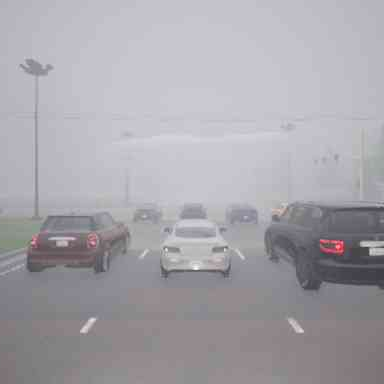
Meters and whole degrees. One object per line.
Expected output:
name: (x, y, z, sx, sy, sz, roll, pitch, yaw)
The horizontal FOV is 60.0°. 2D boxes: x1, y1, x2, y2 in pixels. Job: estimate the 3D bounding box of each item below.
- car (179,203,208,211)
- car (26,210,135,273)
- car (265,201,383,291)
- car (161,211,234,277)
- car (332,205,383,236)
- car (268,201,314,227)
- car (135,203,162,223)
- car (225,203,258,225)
car: (0.097, 1.554, 24.933, 1.837, 1.490, 4.892, 0, 0, 0)
car: (-3.405, 1.372, 10.855, 2.097, 1.767, 4.553, 0, 0, 0)
car: (3.593, 1.241, 9.159, 2.150, 2.045, 5.566, 0, 0, 0)
car: (0.097, 1.545, 10.226, 1.812, 1.442, 4.674, 0, 0, 0)
car: (10.595, 1.585, 20.001, 2.033, 1.411, 5.357, 0, 0, 0)
car: (7.096, 1.523, 24.485, 1.882, 1.535, 5.008, 0, 0, 0)
car: (-3.406, 1.574, 26.110, 1.812, 1.442, 4.674, 0, 0, 0)
car: (3.597, 1.524, 24.697, 1.882, 1.535, 5.008, 0, 0, 0)
